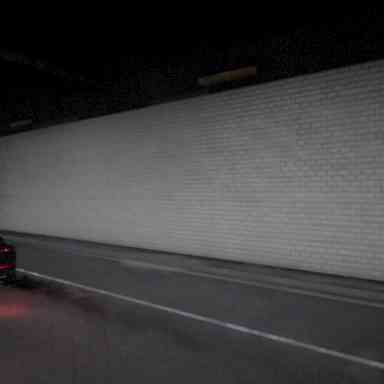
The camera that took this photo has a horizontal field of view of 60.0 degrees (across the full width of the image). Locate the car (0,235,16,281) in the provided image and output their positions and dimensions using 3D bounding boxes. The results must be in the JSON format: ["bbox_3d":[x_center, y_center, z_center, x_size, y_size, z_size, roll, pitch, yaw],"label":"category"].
[{"bbox_3d":[-6.412,1.506,8.566,4.892,1.490,1.837,0,0,35],"label":"car"}]
